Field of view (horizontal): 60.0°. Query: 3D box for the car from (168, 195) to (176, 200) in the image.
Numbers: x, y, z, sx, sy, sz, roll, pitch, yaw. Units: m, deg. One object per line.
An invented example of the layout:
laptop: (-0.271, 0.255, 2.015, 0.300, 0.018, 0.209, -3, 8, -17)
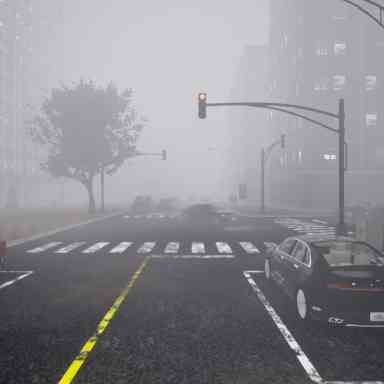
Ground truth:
car: (-5.766, 1.654, 94.556, 2.008, 1.369, 4.403, 0, 0, 0)

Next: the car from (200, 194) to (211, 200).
car: (2.641, 1.610, 61.425, 1.947, 1.339, 4.313, 0, 0, 0)

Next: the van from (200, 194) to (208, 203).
van: (2.632, 1.402, 72.471, 1.690, 1.788, 3.998, 0, 0, 0)

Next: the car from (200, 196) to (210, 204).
car: (2.637, 1.578, 67.118, 1.752, 1.417, 4.829, 0, 0, 0)

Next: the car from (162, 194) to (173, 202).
car: (-5.753, 1.385, 77.987, 2.192, 1.841, 5.009, 0, 0, 0)

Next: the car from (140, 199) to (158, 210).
car: (-5.727, 1.592, 44.850, 1.947, 1.339, 4.313, 0, 0, 0)

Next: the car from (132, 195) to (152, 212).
car: (-5.723, 1.336, 39.327, 2.192, 1.841, 5.009, 0, 0, 0)

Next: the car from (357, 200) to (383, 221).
car: (14.921, 1.283, 23.797, 4.892, 1.490, 1.837, -1, 0, -1)

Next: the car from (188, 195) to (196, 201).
car: (-0.061, 1.446, 79.075, 1.812, 1.442, 4.674, 0, 0, 0)

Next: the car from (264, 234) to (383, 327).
car: (2.684, 1.551, 6.945, 2.008, 1.369, 4.403, 0, 0, 0)

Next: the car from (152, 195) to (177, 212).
car: (-3.128, 1.498, 38.853, 1.882, 1.535, 5.008, 0, 0, 0)

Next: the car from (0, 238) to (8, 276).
car: (-5.696, 1.545, 6.939, 1.887, 1.381, 4.507, 0, 0, 0)

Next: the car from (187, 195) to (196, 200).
car: (-0.055, 1.656, 69.098, 1.895, 1.301, 4.718, 0, 0, 0)

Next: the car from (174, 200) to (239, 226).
car: (1.151, 1.533, 23.671, 1.812, 1.442, 4.674, -1, 1, -43)

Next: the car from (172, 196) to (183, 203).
car: (-3.056, 1.571, 71.832, 2.128, 1.511, 4.902, 0, 0, 0)

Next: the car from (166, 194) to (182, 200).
car: (-3.130, 1.542, 56.353, 1.837, 1.490, 4.892, 0, 0, 0)

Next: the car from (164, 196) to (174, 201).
car: (-5.757, 1.632, 83.510, 2.008, 1.369, 4.403, 0, 0, 0)

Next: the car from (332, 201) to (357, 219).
car: (13.405, 1.350, 26.360, 4.403, 1.369, 2.008, -1, 1, -1)
